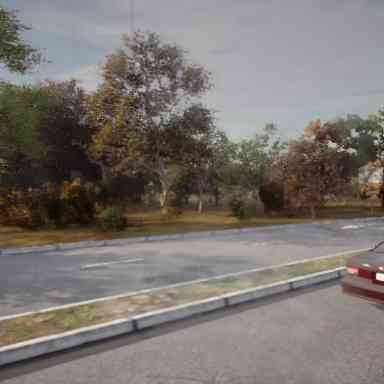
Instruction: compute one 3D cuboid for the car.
[{"bbox_3d":[5.431,1.560,7.308,5.357,1.411,2.033,0,0,-35],"label":"car"}]
